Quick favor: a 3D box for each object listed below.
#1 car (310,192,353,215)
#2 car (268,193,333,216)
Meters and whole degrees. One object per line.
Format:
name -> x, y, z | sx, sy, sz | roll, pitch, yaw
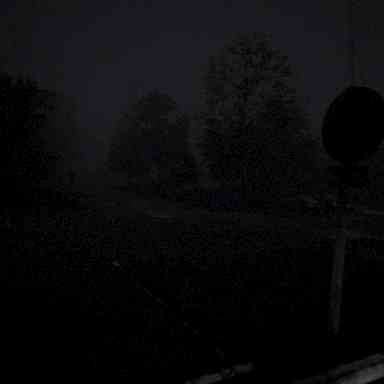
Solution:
car -> 10.683, 0.893, 27.080 | 2.185, 1.767, 4.553 | 2, 2, -29
car -> 7.933, 0.963, 25.495 | 2.002, 1.452, 4.674 | 2, 2, -29
